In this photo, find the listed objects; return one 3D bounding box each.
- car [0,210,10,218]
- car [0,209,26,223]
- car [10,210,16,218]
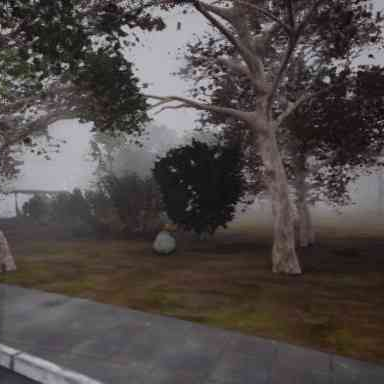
[{"bbox_3d":[-35.049,4.705,58.323,5.008,1.535,2.097,-6,-3,1],"label":"car"},{"bbox_3d":[-34.032,4.496,61.111,5.566,2.045,2.435,-6,-3,1],"label":"car"},{"bbox_3d":[-29.205,4.214,59.535,2.128,1.511,4.902,-7,-3,21],"label":"car"}]
